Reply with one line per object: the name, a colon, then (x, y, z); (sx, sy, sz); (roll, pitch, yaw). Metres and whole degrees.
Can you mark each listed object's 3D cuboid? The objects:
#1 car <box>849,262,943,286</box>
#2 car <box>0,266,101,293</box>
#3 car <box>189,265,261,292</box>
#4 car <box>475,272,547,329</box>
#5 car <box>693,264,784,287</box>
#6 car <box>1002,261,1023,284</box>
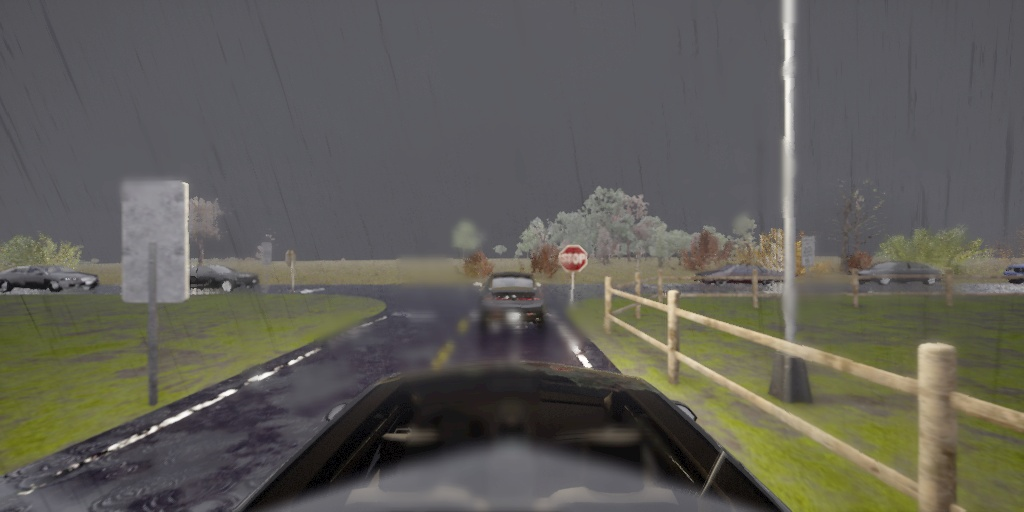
car: (25.012, 1.180, 23.472); (4.892, 1.490, 1.837); (0, 0, 1)
car: (-27.088, 1.304, 20.937); (4.902, 1.511, 2.128); (0, 0, 1)
car: (-17.401, 1.262, 20.855); (5.008, 1.535, 1.882); (0, 0, 1)
car: (-0.078, 1.250, 11.244); (1.837, 1.490, 4.892); (0, 0, -4)
car: (14.900, 1.244, 23.557); (5.357, 1.411, 2.033); (0, 0, 0)
car: (35.854, 0.880, 23.372); (5.566, 2.045, 2.150); (0, 0, 1)
